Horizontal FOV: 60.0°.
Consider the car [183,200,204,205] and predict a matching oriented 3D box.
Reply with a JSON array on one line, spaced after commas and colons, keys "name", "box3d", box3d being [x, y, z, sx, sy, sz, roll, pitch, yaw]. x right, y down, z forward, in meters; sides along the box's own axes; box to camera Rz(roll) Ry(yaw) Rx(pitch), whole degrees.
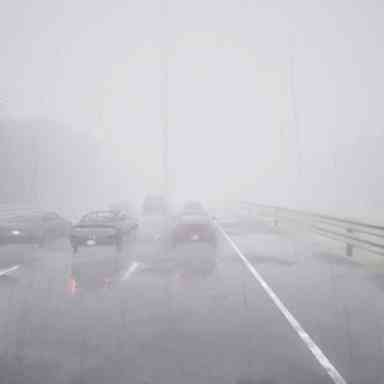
[{"name": "car", "box3d": [0.110, 1.501, 32.686, 2.128, 1.511, 4.902, 0, 0, 0]}]

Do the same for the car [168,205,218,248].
[{"name": "car", "box3d": [0.105, 1.522, 14.684, 1.812, 1.442, 4.674, 0, 0, 0]}]

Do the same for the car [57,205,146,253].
[{"name": "car", "box3d": [-3.395, 1.487, 13.638, 2.128, 1.511, 4.902, 0, 0, 0]}]

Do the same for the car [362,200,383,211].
[{"name": "car", "box3d": [24.449, 1.722, 43.479, 1.812, 1.442, 4.674, 0, 0, -21]}]

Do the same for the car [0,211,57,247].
[{"name": "car", "box3d": [-6.898, 1.560, 15.058, 1.994, 1.385, 4.181, 0, 0, 0]}]

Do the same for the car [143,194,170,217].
[{"name": "car", "box3d": [-3.380, 1.231, 32.018, 2.150, 2.045, 5.566, 0, 0, 0]}]

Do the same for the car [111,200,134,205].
[{"name": "car", "box3d": [-6.892, 1.515, 32.802, 1.837, 1.490, 4.892, 0, 0, 0]}]
